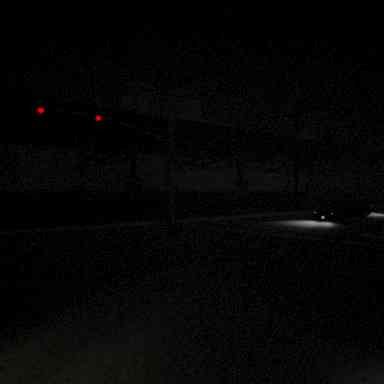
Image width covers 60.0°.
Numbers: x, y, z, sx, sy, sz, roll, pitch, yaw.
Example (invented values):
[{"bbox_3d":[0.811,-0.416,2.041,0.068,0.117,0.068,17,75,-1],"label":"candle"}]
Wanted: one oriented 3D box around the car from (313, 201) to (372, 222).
[{"bbox_3d":[11.407,1.364,25.020,5.357,1.411,2.033,-1,1,-36],"label":"car"}]
